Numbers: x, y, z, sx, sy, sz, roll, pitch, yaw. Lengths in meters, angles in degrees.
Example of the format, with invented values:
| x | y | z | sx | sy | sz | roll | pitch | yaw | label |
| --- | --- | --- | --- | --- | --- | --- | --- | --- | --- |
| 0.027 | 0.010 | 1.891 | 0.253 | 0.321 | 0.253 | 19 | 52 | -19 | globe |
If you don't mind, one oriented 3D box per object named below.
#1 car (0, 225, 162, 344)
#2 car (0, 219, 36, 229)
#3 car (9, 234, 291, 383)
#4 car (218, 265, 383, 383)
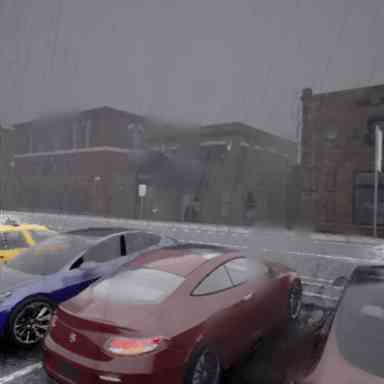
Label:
| x | y | z | sx | sy | sz | roll | pitch | yaw | label |
| --- | --- | --- | --- | --- | --- | --- | --- | --- | --- |
| -2.113 | 1.504 | 6.618 | 2.163 | 1.488 | 4.792 | 0 | 0 | 35 | car |
| -4.254 | 1.468 | 8.409 | 1.946 | 1.575 | 5.366 | 0 | 0 | 35 | car |
| 0.168 | 1.517 | 5.023 | 2.002 | 1.452 | 4.674 | 0 | 0 | 35 | car |
| 2.453 | 1.510 | 3.433 | 2.163 | 1.488 | 4.792 | 0 | 0 | 35 | car |
